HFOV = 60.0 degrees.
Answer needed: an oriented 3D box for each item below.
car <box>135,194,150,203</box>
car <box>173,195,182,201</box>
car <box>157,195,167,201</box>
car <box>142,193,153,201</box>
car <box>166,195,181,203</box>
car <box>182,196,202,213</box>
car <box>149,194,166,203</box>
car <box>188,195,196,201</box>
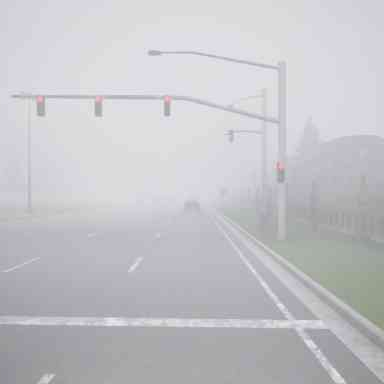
[{"bbox_3d":[-10.484,1.564,68.496,1.994,1.385,4.181,0,0,0],"label":"car"},{"bbox_3d":[-3.481,1.427,78.561,1.895,1.301,4.718,0,0,0],"label":"car"},{"bbox_3d":[-6.981,1.385,78.532,1.994,1.385,4.181,0,0,0],"label":"car"},{"bbox_3d":[-10.481,1.187,78.503,2.097,1.767,4.553,0,0,0],"label":"car"},{"bbox_3d":[-3.484,1.491,68.111,2.128,1.511,4.902,0,0,0],"label":"car"},{"bbox_3d":[0.009,1.504,37.497,1.837,1.490,4.892,0,0,0],"label":"car"},{"bbox_3d":[-6.984,1.477,68.112,1.882,1.535,5.008,0,0,0],"label":"car"},{"bbox_3d":[0.019,1.356,78.530,1.812,1.442,4.674,0,0,0],"label":"car"}]
